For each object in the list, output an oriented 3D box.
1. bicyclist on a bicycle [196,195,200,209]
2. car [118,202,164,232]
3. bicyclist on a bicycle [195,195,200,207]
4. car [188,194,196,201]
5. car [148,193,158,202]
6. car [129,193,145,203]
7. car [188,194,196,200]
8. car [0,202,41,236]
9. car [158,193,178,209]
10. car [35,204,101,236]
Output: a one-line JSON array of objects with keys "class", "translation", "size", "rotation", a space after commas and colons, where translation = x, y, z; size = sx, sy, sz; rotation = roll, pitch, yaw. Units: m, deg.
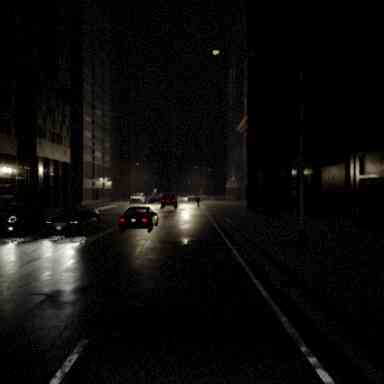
[{"class": "bicyclist on a bicycle", "translation": [0.885, 1.513, 44.829], "size": [0.582, 1.620, 1.656], "rotation": [0, 0, 0]}, {"class": "car", "translation": [-3.154, 1.583, 20.402], "size": [2.033, 1.411, 5.357], "rotation": [0, 0, 0]}, {"class": "bicyclist on a bicycle", "translation": [0.884, 1.422, 54.010], "size": [0.659, 1.776, 1.843], "rotation": [0, 0, 0]}, {"class": "car", "translation": [-0.013, 1.525, 79.376], "size": [1.994, 1.385, 4.181], "rotation": [0, 0, 0]}, {"class": "car", "translation": [-6.535, 1.261, 60.038], "size": [2.150, 2.045, 5.566], "rotation": [0, 0, 1]}, {"class": "car", "translation": [-9.785, 1.261, 60.038], "size": [2.150, 2.045, 5.566], "rotation": [0, 0, 1]}, {"class": "car", "translation": [-0.016, 1.361, 92.759], "size": [2.128, 1.511, 4.902], "rotation": [0, 0, 0]}, {"class": "car", "translation": [-9.852, 1.385, 18.670], "size": [2.097, 1.767, 4.553], "rotation": [0, 0, 0]}, {"class": "car", "translation": [-3.156, 1.281, 46.801], "size": [2.150, 2.045, 5.566], "rotation": [0, 0, 0]}, {"class": "car", "translation": [-6.603, 1.525, 18.947], "size": [2.128, 1.511, 4.902], "rotation": [0, 0, 0]}]
